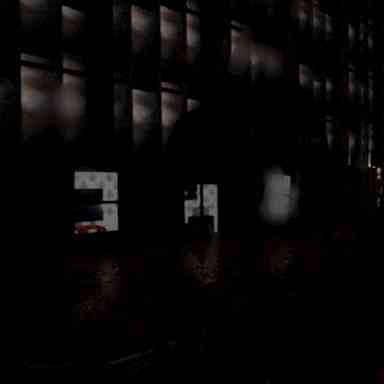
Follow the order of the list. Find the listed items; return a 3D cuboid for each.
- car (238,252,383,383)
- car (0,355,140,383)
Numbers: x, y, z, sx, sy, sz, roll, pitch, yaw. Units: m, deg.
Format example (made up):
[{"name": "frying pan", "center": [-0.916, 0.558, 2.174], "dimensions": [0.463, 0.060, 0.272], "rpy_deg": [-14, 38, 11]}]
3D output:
[{"name": "car", "center": [2.569, 1.522, 4.263], "dimensions": [4.507, 1.381, 1.887], "rpy_deg": [0, 0, -35]}, {"name": "car", "center": [-2.066, 1.572, 0.974], "dimensions": [4.313, 1.339, 1.947], "rpy_deg": [0, 0, -35]}]
